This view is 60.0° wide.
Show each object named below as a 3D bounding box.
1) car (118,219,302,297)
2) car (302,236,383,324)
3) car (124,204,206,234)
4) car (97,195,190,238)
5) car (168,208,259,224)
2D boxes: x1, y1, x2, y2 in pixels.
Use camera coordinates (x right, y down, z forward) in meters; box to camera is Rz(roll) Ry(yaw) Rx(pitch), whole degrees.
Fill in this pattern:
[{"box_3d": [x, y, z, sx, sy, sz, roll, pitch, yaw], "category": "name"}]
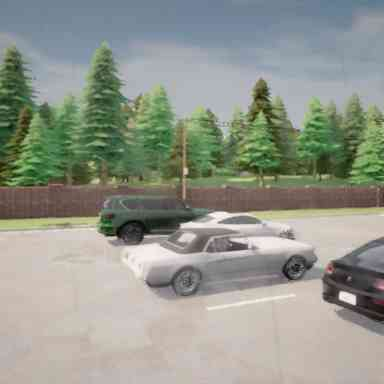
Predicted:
[{"box_3d": [0.783, 1.555, 8.308, 4.718, 1.301, 1.895, 0, 0, -24], "category": "car"}, {"box_3d": [4.540, 1.483, 6.159, 4.674, 1.442, 1.812, 0, 0, -24], "category": "car"}, {"box_3d": [-1.512, 1.468, 18.776, 4.181, 1.385, 1.994, 0, 0, -24], "category": "car"}, {"box_3d": [-1.408, 1.145, 14.992, 5.566, 2.045, 2.150, 0, 0, -24], "category": "car"}, {"box_3d": [1.705, 1.456, 12.559, 4.674, 1.442, 1.812, 0, 0, -24], "category": "car"}]
